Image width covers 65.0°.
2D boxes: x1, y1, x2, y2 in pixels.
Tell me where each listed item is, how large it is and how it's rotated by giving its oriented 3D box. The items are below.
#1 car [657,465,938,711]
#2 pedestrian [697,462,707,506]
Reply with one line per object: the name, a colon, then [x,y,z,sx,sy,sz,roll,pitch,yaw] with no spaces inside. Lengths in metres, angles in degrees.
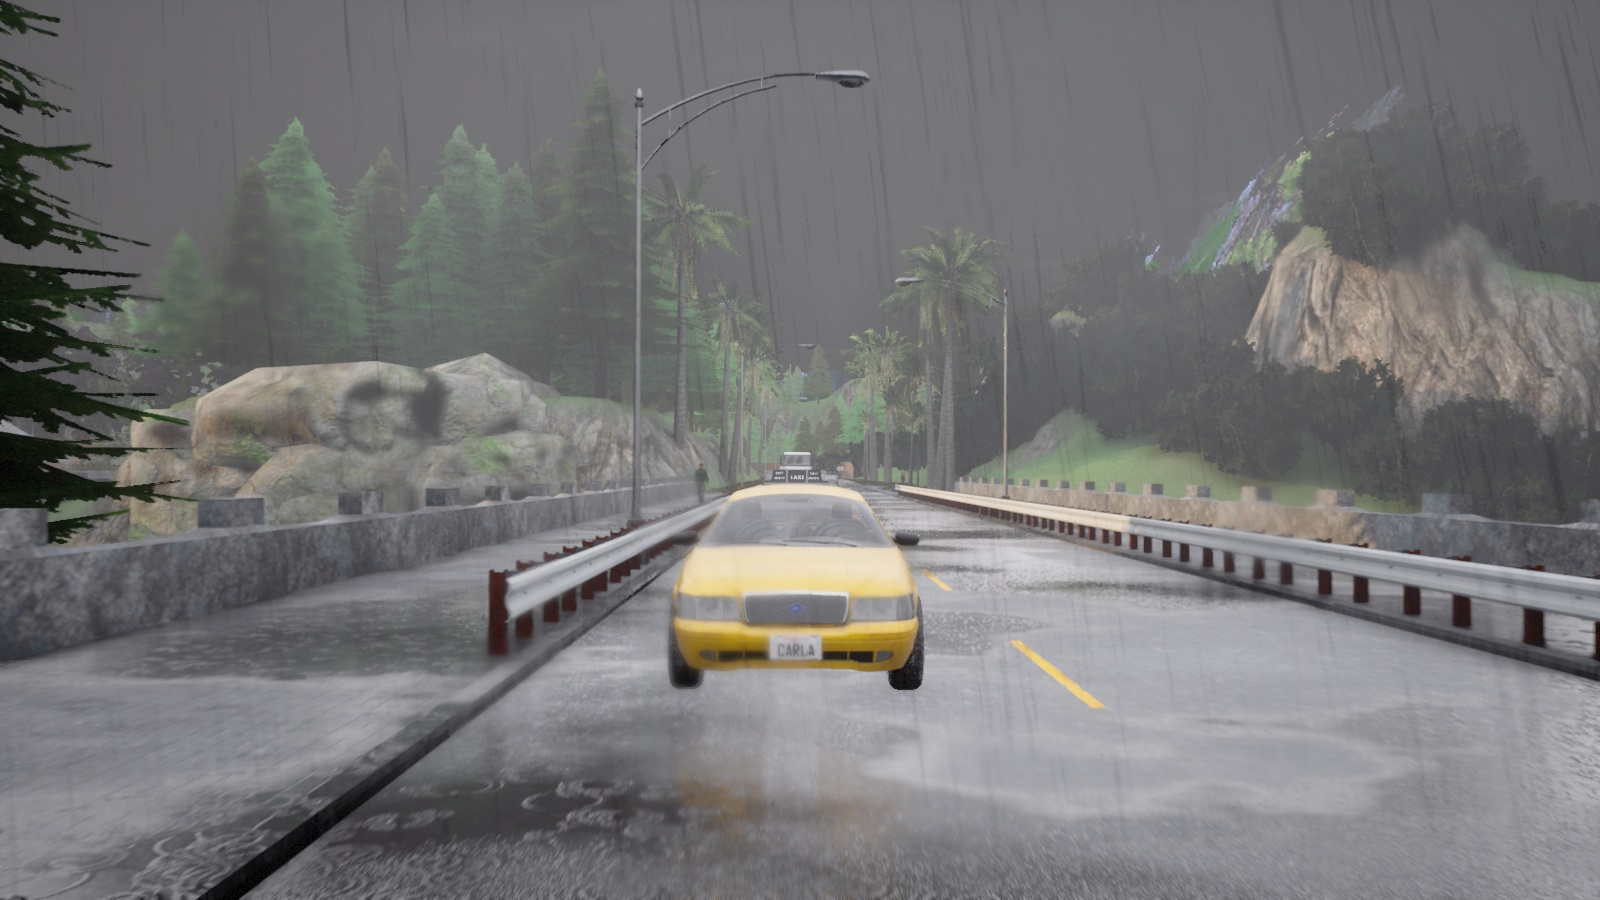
car: [-0.023,0.934,10.774,1.801,1.575,5.366,0,-1,0]
pedestrian: [-4.117,1.422,52.609,0.353,1.847,0.614,0,-1,0]
